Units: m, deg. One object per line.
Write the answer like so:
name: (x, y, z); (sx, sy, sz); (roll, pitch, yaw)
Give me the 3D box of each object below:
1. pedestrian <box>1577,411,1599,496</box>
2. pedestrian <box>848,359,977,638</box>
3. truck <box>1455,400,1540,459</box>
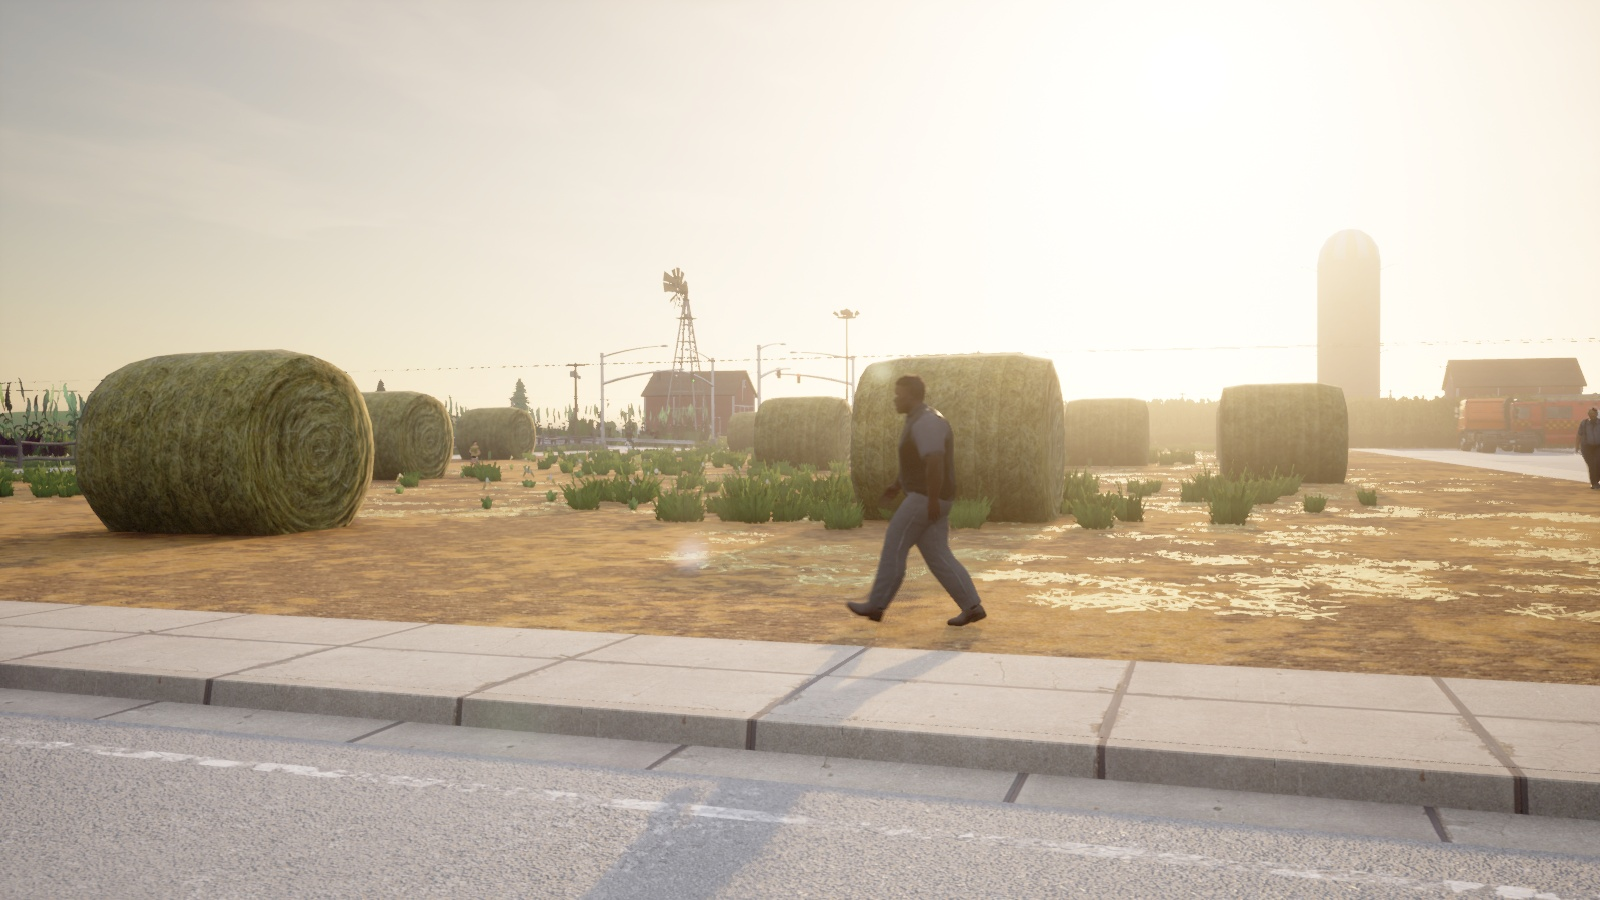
pedestrian: (17.465, 0.077, 27.618); (0.540, 1.848, 0.694); (1, 1, 27)
pedestrian: (0.799, 0.322, 8.803); (0.849, 1.883, 0.563); (0, 1, 10)
truck: (43.278, -1.271, 78.175); (2.891, 3.462, 7.936); (1, 1, 16)
